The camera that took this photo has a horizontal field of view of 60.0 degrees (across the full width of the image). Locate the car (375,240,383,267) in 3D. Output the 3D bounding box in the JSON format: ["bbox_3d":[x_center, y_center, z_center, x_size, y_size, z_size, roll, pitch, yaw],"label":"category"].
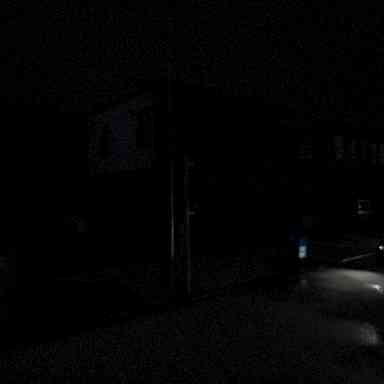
[{"bbox_3d":[7.963,1.720,11.274,4.674,1.442,1.812,1,-2,-40],"label":"car"}]
